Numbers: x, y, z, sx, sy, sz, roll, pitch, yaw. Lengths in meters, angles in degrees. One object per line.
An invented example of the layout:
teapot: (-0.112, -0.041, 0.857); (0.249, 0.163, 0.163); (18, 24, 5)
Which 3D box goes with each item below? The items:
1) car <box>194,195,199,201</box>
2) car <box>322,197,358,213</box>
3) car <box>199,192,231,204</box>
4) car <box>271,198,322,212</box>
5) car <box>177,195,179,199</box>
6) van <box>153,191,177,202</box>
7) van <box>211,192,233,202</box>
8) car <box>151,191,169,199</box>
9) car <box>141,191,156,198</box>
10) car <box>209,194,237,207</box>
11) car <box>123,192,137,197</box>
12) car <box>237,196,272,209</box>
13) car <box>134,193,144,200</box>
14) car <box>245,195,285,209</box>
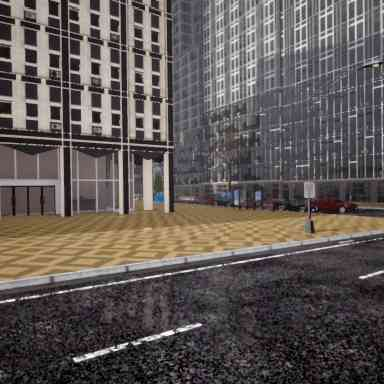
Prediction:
car: (2.046, 1.044, 63.508); (1.802, 1.307, 4.206); (0, 1, -34)
car: (14.656, 1.315, 34.629); (1.882, 1.535, 5.008); (-1, 1, -34)
car: (3.602, 1.011, 50.885); (2.097, 1.767, 4.553); (-1, 1, -35)
car: (10.976, 1.424, 35.221); (1.947, 1.339, 4.313); (0, 1, -34)
car: (-4.342, 0.936, 72.911); (1.802, 1.307, 4.206); (0, 1, -34)
van: (-4.886, 0.937, 58.798); (1.690, 1.788, 3.998); (0, 1, -34)
van: (5.239, 0.855, 58.804); (1.690, 1.788, 3.998); (0, 1, -34)
car: (-7.536, 0.615, 77.609); (2.192, 1.841, 5.009); (0, 1, -34)
car: (-10.730, 0.687, 82.312); (1.967, 1.590, 4.097); (0, 1, -34)
car: (4.650, 1.320, 44.668); (1.947, 1.339, 4.313); (0, 1, -34)
car: (-17.117, 0.689, 91.715); (2.008, 1.369, 4.403); (0, 1, -34)
car: (7.796, 1.388, 39.935); (1.802, 1.307, 4.206); (0, 1, -34)
car: (-11.274, 1.040, 68.203); (2.008, 1.369, 4.403); (0, 1, -34)
car: (9.256, 1.228, 42.579); (1.882, 1.535, 5.008); (-1, 1, -34)
